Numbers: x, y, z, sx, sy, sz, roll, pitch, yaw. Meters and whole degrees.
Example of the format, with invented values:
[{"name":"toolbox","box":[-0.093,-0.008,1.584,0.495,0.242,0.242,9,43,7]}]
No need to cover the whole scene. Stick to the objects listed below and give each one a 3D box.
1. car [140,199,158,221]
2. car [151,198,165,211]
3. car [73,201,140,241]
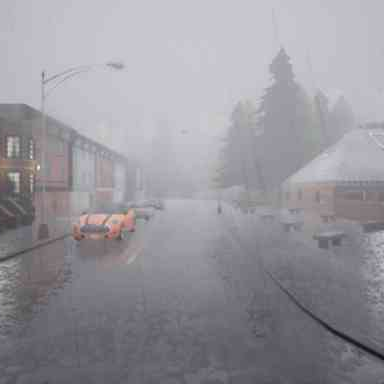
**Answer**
[{"name":"car","box":[-4.079,1.476,26.037,1.895,1.301,4.718,0,0,0]},{"name":"car","box":[-4.053,1.388,36.643,1.994,1.385,4.181,0,0,0]},{"name":"car","box":[-4.089,1.274,16.180,2.097,1.767,4.553,0,0,0]}]
